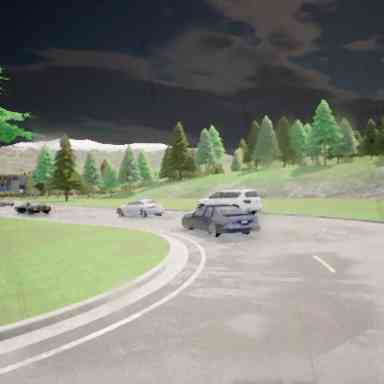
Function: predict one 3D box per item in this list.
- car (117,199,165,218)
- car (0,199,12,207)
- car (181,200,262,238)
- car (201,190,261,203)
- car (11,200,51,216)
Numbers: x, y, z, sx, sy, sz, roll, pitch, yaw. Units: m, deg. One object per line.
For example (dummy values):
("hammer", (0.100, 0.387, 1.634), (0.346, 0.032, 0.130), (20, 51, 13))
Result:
("car", (-4.237, 1.327, 27.378), (4.674, 1.442, 1.812), (-1, 1, 40))
("car", (-30.985, 1.755, 55.645), (1.895, 1.301, 4.718), (-2, 1, -35))
("car", (1.223, 1.334, 16.572), (2.033, 1.411, 5.357), (-2, 1, -24))
("car", (2.780, 0.862, 26.038), (5.566, 2.045, 2.150), (-1, 0, 45))
("car", (-15.881, 1.630, 33.087), (4.718, 1.301, 1.895), (-1, 1, 44))
